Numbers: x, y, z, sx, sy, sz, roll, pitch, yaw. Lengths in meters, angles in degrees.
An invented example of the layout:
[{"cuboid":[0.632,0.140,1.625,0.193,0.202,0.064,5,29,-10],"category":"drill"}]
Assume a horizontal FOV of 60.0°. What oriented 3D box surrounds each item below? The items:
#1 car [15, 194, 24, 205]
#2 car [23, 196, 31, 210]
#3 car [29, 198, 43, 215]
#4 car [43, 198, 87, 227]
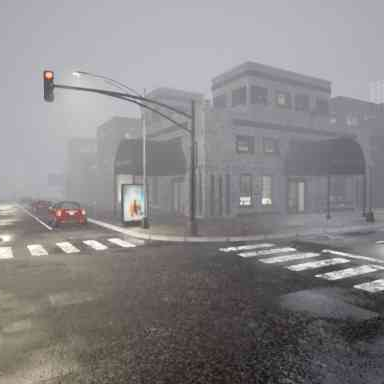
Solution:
[{"cuboid":[-25.388,1.269,50.870,2.008,1.369,4.403,-1,1,-30],"category":"car"},{"cuboid":[-16.746,1.331,36.127,2.008,1.369,4.403,-1,1,-30],"category":"car"},{"cuboid":[-13.864,1.385,31.213,1.802,1.307,4.206,-1,1,-30],"category":"car"},{"cuboid":[-8.103,1.289,21.382,1.967,1.590,4.097,-1,1,-30],"category":"car"}]
